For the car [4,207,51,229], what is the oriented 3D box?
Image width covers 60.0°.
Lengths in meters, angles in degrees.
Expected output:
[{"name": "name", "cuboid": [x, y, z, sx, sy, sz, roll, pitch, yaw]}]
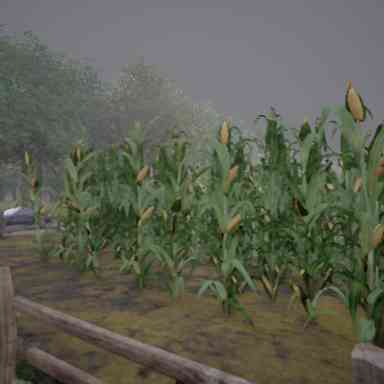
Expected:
[{"name": "car", "cuboid": [-12.529, 1.842, 24.051, 1.812, 1.442, 4.674, 0, -1, 34]}]
